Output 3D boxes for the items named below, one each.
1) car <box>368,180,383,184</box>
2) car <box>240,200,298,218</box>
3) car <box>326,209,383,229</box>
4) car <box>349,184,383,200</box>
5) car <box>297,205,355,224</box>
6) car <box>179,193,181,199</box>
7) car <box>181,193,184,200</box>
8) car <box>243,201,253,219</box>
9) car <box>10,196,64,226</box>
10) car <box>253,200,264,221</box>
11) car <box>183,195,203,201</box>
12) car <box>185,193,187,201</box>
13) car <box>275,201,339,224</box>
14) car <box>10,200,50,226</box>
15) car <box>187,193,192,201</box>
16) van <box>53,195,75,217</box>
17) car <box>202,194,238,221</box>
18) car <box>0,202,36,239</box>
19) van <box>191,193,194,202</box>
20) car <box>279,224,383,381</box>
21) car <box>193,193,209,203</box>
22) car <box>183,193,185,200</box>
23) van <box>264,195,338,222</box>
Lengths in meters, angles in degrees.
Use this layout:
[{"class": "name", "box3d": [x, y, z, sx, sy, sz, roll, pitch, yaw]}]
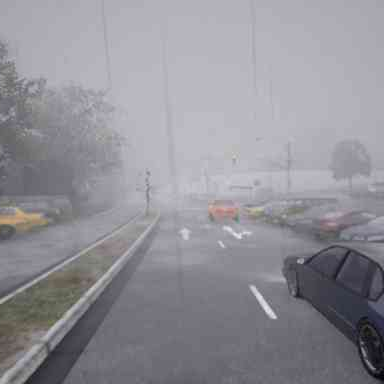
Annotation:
[{"class": "car", "box3d": [25.051, -0.417, 42.283, 2.435, 2.045, 5.566, -7, 4, -28]}, {"class": "car", "box3d": [6.979, 1.478, 30.284, 4.792, 1.488, 2.163, 1, 0, -24]}, {"class": "car", "box3d": [7.595, 1.504, 12.211, 4.674, 1.452, 2.002, 1, 0, -22]}, {"class": "car", "box3d": [22.086, 0.161, 41.882, 2.002, 1.452, 4.674, -7, 4, -28]}, {"class": "car", "box3d": [7.500, 1.500, 15.234, 4.674, 1.452, 2.002, 1, 0, -22]}, {"class": "car", "box3d": [-0.220, 1.553, 91.768, 4.892, 1.521, 2.231, 1, 0, -29]}, {"class": "car", "box3d": [0.717, 1.313, 85.853, 5.566, 2.045, 2.435, 0, 0, -29]}, {"class": "car", "box3d": [6.803, 1.441, 27.229, 5.366, 1.575, 1.946, 1, 0, -23]}, {"class": "car", "box3d": [-11.047, 1.366, 21.841, 4.553, 1.767, 2.185, -1, 0, -22]}, {"class": "car", "box3d": [7.165, 1.324, 24.297, 4.553, 1.767, 2.185, 1, 0, -23]}, {"class": "car", "box3d": [0.255, 1.586, 88.822, 4.792, 1.488, 2.163, 1, 0, -29]}, {"class": "car", "box3d": [2.076, 1.334, 76.943, 5.566, 2.045, 2.435, 0, 0, -29]}, {"class": "car", "box3d": [7.407, 1.458, 18.251, 4.892, 1.521, 2.231, 1, 0, -22]}, {"class": "car", "box3d": [-11.115, 1.494, 18.801, 5.366, 1.575, 1.946, -1, 0, -22]}, {"class": "car", "box3d": [2.472, 1.342, 73.931, 5.566, 2.045, 2.435, 1, 0, -28]}, {"class": "van", "box3d": [-11.126, 1.263, 24.834, 4.442, 1.987, 1.878, -1, 0, -23]}, {"class": "car", "box3d": [2.293, 1.325, 26.613, 2.097, 1.767, 4.553, 0, 0, -3]}, {"class": "car", "box3d": [-10.658, 1.490, 15.986, 5.366, 1.575, 1.946, -1, 0, -22]}, {"class": "van", "box3d": [2.825, 1.374, 70.914, 4.442, 1.987, 1.878, 0, 0, -28]}, {"class": "car", "box3d": [3.037, 1.540, 5.374, 2.033, 1.411, 5.357, 0, 0, -1]}, {"class": "car", "box3d": [3.309, 1.483, 67.975, 4.553, 1.767, 2.185, 0, 0, -28]}, {"class": "car", "box3d": [1.310, 1.569, 82.961, 5.366, 1.575, 1.946, 0, 0, -29]}, {"class": "van", "box3d": [7.173, 1.226, 21.222, 4.442, 1.987, 1.878, 1, 0, -23]}]
